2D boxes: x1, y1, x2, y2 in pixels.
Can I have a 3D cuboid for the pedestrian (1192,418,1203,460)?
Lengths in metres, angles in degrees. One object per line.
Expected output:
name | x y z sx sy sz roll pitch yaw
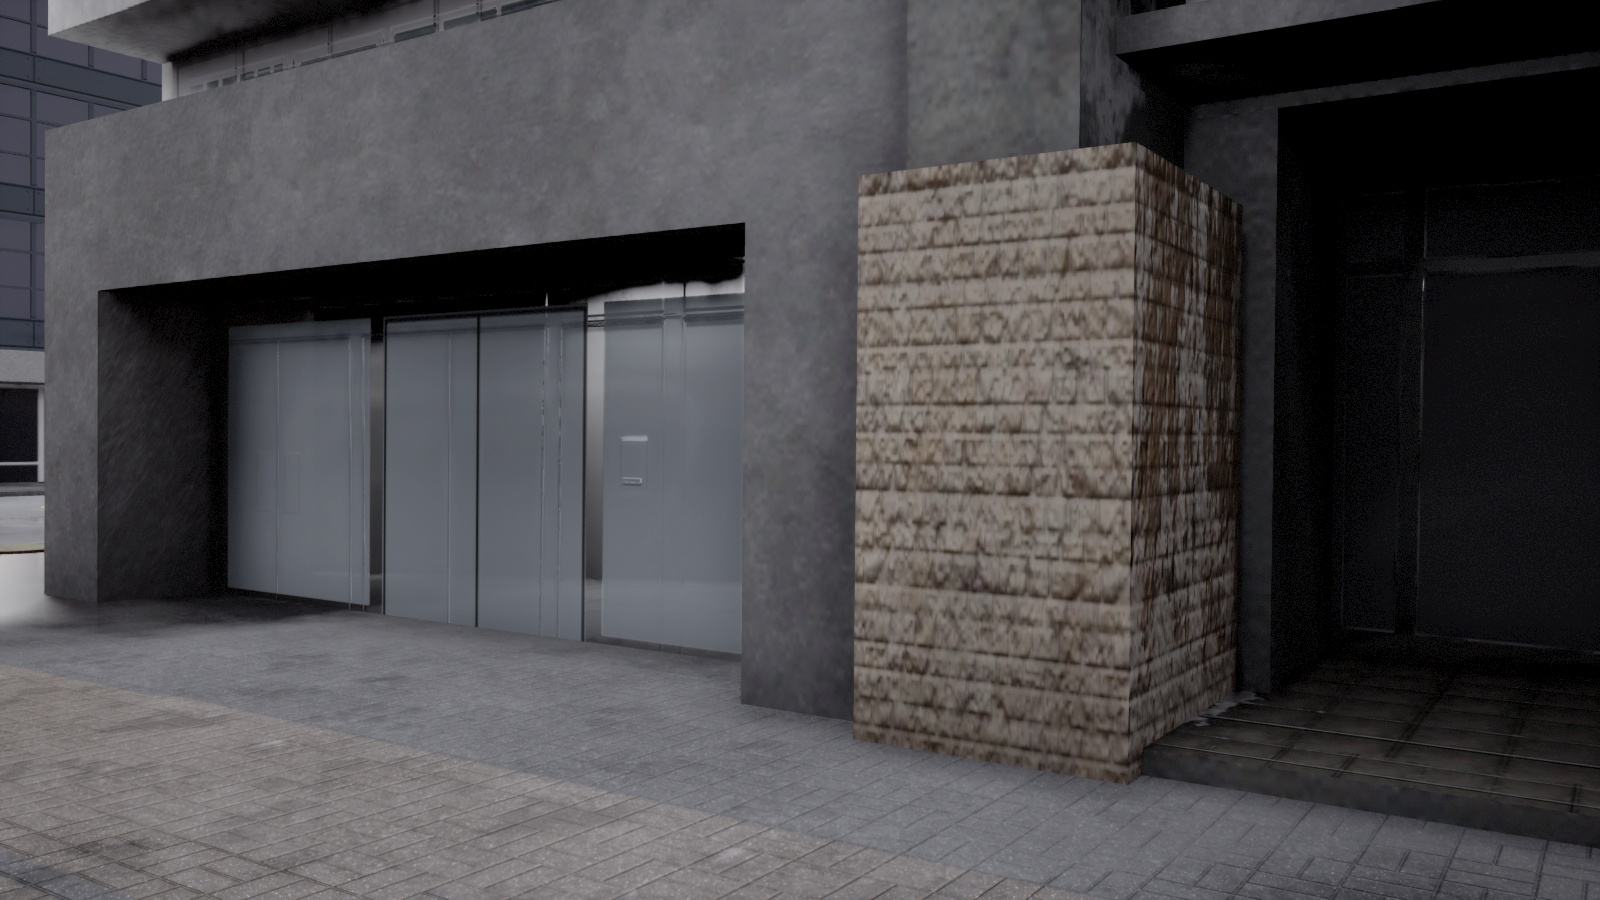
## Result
pedestrian | 17.802 -0.495 56.243 0.345 1.836 0.594 0 1 32
